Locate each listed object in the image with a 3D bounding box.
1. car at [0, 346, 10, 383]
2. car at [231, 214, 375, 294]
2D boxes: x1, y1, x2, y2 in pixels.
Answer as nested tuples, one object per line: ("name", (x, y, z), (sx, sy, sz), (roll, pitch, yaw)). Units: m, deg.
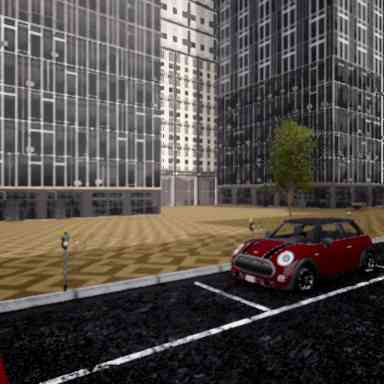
("car", (-3.197, 1.606, 1.089), (4.718, 1.301, 1.895), (0, 0, -35))
("car", (2.943, 1.422, 8.661), (4.097, 1.590, 1.967), (0, 0, -36))
